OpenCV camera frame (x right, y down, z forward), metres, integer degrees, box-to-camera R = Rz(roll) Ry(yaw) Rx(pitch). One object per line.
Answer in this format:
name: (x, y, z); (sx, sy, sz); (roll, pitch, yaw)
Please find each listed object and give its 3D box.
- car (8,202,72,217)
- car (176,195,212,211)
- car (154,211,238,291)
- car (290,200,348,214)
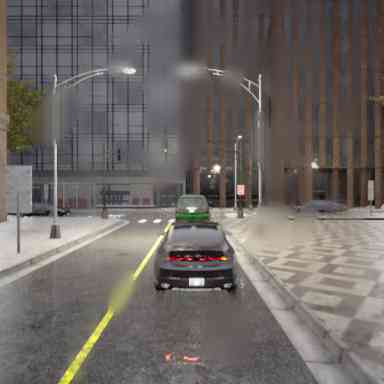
car: (-13.890, 1.611, 30.275); (5.357, 1.411, 2.033); (0, 0, 1)
car: (0.164, 1.226, 22.722); (2.150, 2.045, 5.566); (0, 0, 4)
car: (0.081, 1.508, 8.980); (1.837, 1.490, 4.892); (0, 0, 0)
car: (12.737, 1.498, 33.498); (5.357, 1.411, 2.033); (0, 0, 0)
